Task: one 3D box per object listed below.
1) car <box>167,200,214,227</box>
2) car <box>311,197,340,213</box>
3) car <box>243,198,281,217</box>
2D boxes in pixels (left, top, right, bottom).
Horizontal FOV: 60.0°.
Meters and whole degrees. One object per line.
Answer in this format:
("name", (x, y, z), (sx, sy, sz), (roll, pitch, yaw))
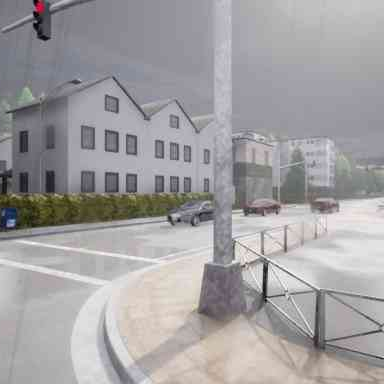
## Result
("car", (0.400, 1.303, 21.349), (2.128, 1.511, 4.902), (0, 0, 35))
("car", (13.505, 1.289, 33.618), (1.882, 1.535, 5.008), (0, 0, 35))
("car", (6.322, 1.289, 29.706), (1.882, 1.535, 5.008), (0, 0, 35))
